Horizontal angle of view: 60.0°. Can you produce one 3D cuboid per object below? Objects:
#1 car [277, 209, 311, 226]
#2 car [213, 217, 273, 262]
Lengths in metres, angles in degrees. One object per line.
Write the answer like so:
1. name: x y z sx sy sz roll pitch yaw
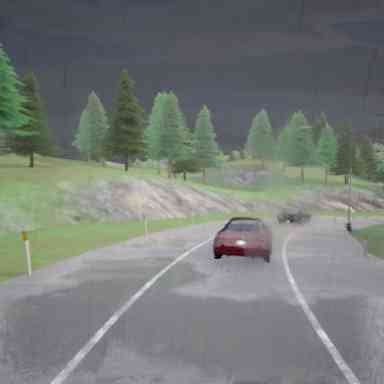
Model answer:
1. car: 8.994 2.168 28.883 1.895 1.301 4.718 3 0 32
2. car: 2.081 1.660 12.803 1.994 1.385 4.181 1 -1 14
